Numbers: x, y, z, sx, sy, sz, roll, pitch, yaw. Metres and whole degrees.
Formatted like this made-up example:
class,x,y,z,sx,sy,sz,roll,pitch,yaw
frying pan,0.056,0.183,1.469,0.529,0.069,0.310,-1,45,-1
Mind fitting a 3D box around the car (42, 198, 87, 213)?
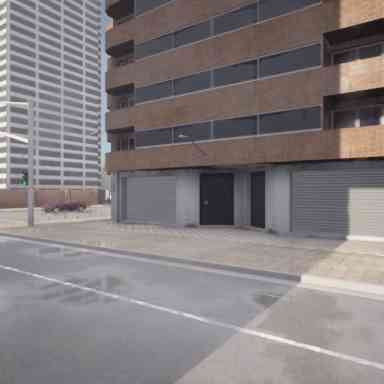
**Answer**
class,x,y,z,sx,sy,sz,roll,pitch,yaw
car,-14.101,1.477,36.878,1.882,1.535,5.008,0,0,35
